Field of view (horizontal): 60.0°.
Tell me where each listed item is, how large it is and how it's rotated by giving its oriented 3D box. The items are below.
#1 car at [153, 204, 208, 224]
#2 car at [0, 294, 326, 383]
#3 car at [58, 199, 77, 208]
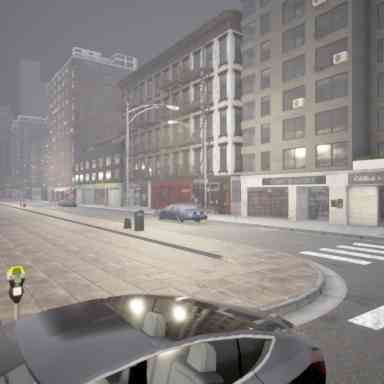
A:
[{"bbox_3d":[-0.982,1.596,25.739,2.033,1.411,5.357,0,0,-35],"label":"car"},{"bbox_3d":[-0.876,1.566,2.187,4.313,1.339,1.947,0,0,-35],"label":"car"},{"bbox_3d":[-19.419,1.706,51.712,1.994,1.385,4.181,0,0,-35],"label":"car"}]
